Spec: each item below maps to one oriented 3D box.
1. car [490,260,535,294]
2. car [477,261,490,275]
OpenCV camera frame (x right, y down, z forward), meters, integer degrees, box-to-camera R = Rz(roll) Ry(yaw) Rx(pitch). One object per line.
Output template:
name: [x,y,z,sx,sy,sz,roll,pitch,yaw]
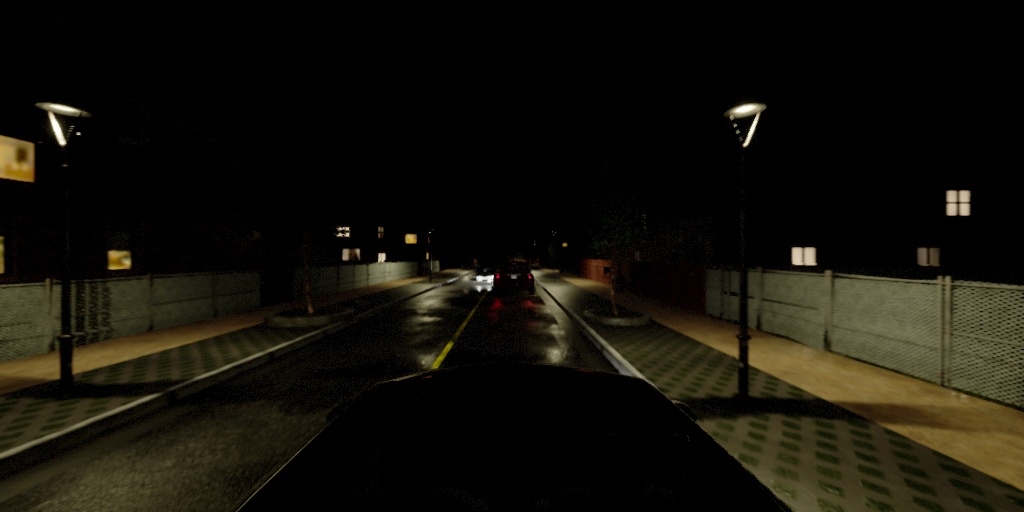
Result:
car: [0.095,1.067,19.852,2.097,1.767,4.553,0,0,0]
car: [-2.761,1.260,39.314,2.128,1.511,4.902,0,0,0]
